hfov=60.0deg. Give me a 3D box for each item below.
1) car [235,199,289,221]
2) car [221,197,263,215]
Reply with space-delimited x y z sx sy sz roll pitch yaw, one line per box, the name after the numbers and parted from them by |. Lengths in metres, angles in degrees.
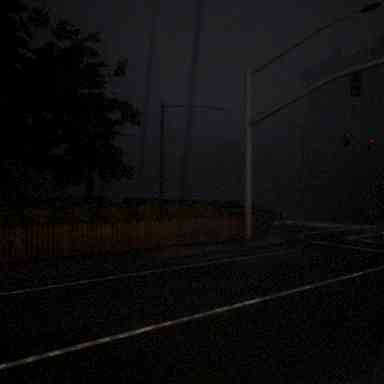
6.271 1.635 29.434 2.128 1.511 4.902 0 0 -35 | car
5.510 1.520 37.022 2.097 1.767 4.553 0 0 -35 | car
